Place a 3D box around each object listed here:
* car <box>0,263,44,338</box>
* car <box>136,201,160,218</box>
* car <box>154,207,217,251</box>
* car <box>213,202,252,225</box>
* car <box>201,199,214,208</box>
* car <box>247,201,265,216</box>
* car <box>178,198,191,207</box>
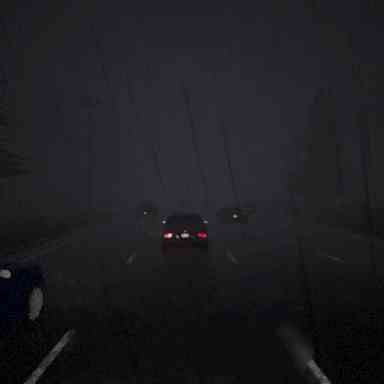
[{"bbox_3d":[-3.571,1.488,4.068,1.882,1.535,5.008,0,0,-1],"label":"car"},{"bbox_3d":[-4.203,1.608,31.903,1.837,1.490,4.892,0,0,-1],"label":"car"},{"bbox_3d":[-0.302,1.596,14.315,2.033,1.411,5.357,0,0,-1],"label":"car"},{"bbox_3d":[2.952,1.652,25.147,1.994,1.385,4.181,0,0,-1],"label":"car"},{"bbox_3d":[2.403,1.716,49.334,2.033,1.411,5.357,0,0,-1],"label":"car"},{"bbox_3d":[6.236,1.671,34.669,2.033,1.411,5.357,0,0,-1],"label":"car"},{"bbox_3d":[-1.145,1.650,51.468,1.882,1.535,5.008,0,0,-1],"label":"car"}]
